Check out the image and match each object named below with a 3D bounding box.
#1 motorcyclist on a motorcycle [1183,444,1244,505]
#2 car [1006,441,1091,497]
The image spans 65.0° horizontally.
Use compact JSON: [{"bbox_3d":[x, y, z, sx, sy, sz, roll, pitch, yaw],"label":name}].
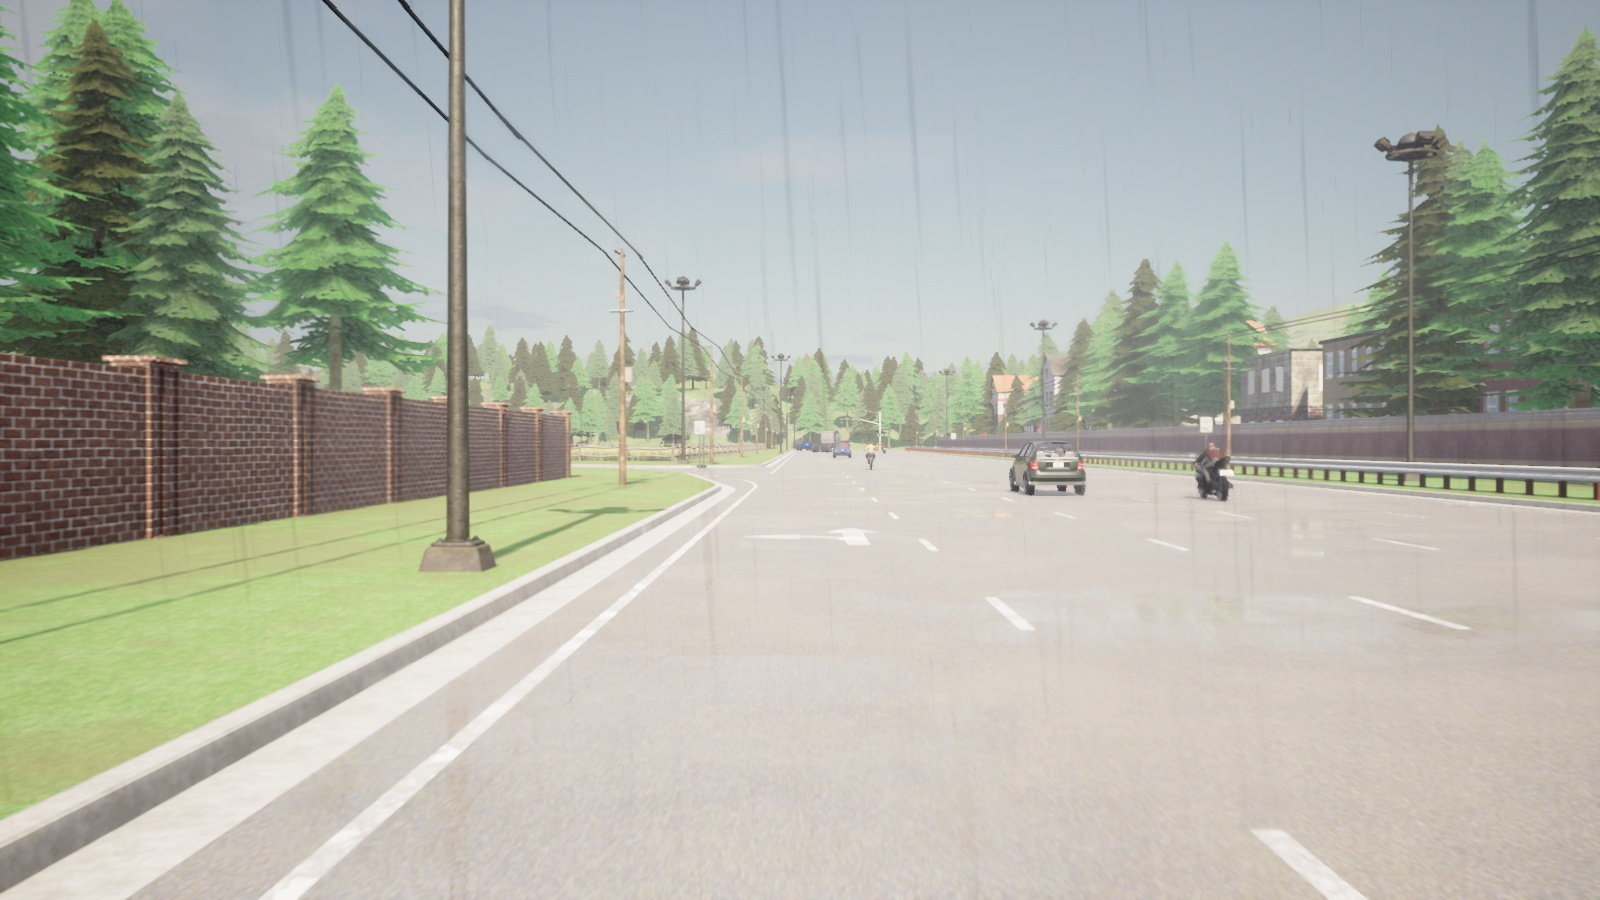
[{"bbox_3d":[10.702,0.607,32.562,0.866,1.530,2.191,0,0,0],"label":"motorcyclist on a motorcycle"},{"bbox_3d":[7.226,0.523,36.888,1.789,1.549,3.705,0,0,0],"label":"car"}]
